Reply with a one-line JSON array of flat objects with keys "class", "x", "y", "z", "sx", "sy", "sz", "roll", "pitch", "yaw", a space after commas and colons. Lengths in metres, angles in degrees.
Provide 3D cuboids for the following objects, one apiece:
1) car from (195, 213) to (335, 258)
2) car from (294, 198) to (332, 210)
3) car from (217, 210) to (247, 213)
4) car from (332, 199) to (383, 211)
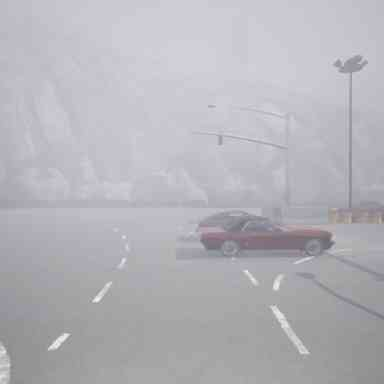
[{"class": "car", "x": 2.588, "y": 1.576, "z": 12.127, "sx": 4.718, "sy": 1.301, "sz": 1.895, "roll": 0, "pitch": 0, "yaw": -3}, {"class": "car", "x": 15.308, "y": 1.461, "z": 41.021, "sx": 5.357, "sy": 1.411, "sz": 2.033, "roll": 0, "pitch": 0, "yaw": -3}, {"class": "car", "x": 2.211, "y": 1.532, "z": 15.613, "sx": 4.181, "sy": 1.385, "sz": 1.994, "roll": 0, "pitch": 0, "yaw": -3}, {"class": "car", "x": 15.597, "y": 1.500, "z": 30.522, "sx": 4.181, "sy": 1.385, "sz": 1.994, "roll": 0, "pitch": 0, "yaw": -3}]
